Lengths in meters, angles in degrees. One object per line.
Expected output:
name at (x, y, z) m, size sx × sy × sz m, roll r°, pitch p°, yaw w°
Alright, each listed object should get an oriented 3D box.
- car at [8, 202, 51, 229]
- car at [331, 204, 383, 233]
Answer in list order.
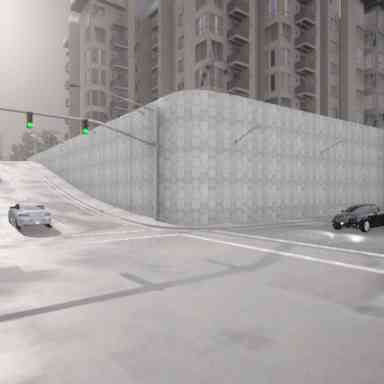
car at (-9.801, 1.295, 20.036) m, size 1.812 × 1.442 × 4.674 m, roll 0°, pitch 3°, yaw -36°
car at (10.346, 1.501, 19.984) m, size 4.892 × 1.490 × 1.837 m, roll 0°, pitch 0°, yaw -36°
